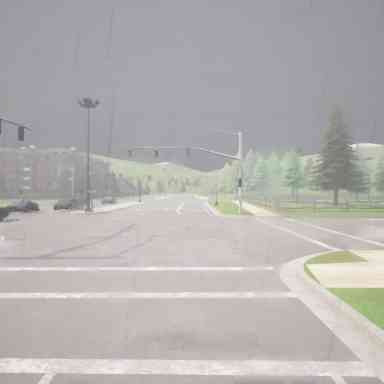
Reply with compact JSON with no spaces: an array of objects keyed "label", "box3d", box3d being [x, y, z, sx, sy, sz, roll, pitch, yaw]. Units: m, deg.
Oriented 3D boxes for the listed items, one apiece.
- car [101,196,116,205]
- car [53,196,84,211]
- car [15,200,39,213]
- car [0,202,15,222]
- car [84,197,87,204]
[{"label":"car","box3d":[-14.962,1.525,59.929,1.812,1.442,4.674,0,0,1]},{"label":"car","box3d":[-15.046,1.506,40.071,1.837,1.490,4.892,0,0,0]},{"label":"car","box3d":[-18.552,1.563,36.609,1.994,1.385,4.181,0,0,0]},{"label":"car","box3d":[-15.071,1.547,23.412,2.033,1.411,5.357,0,0,0]},{"label":"car","box3d":[-18.504,1.491,55.064,2.128,1.511,4.902,0,0,0]}]
